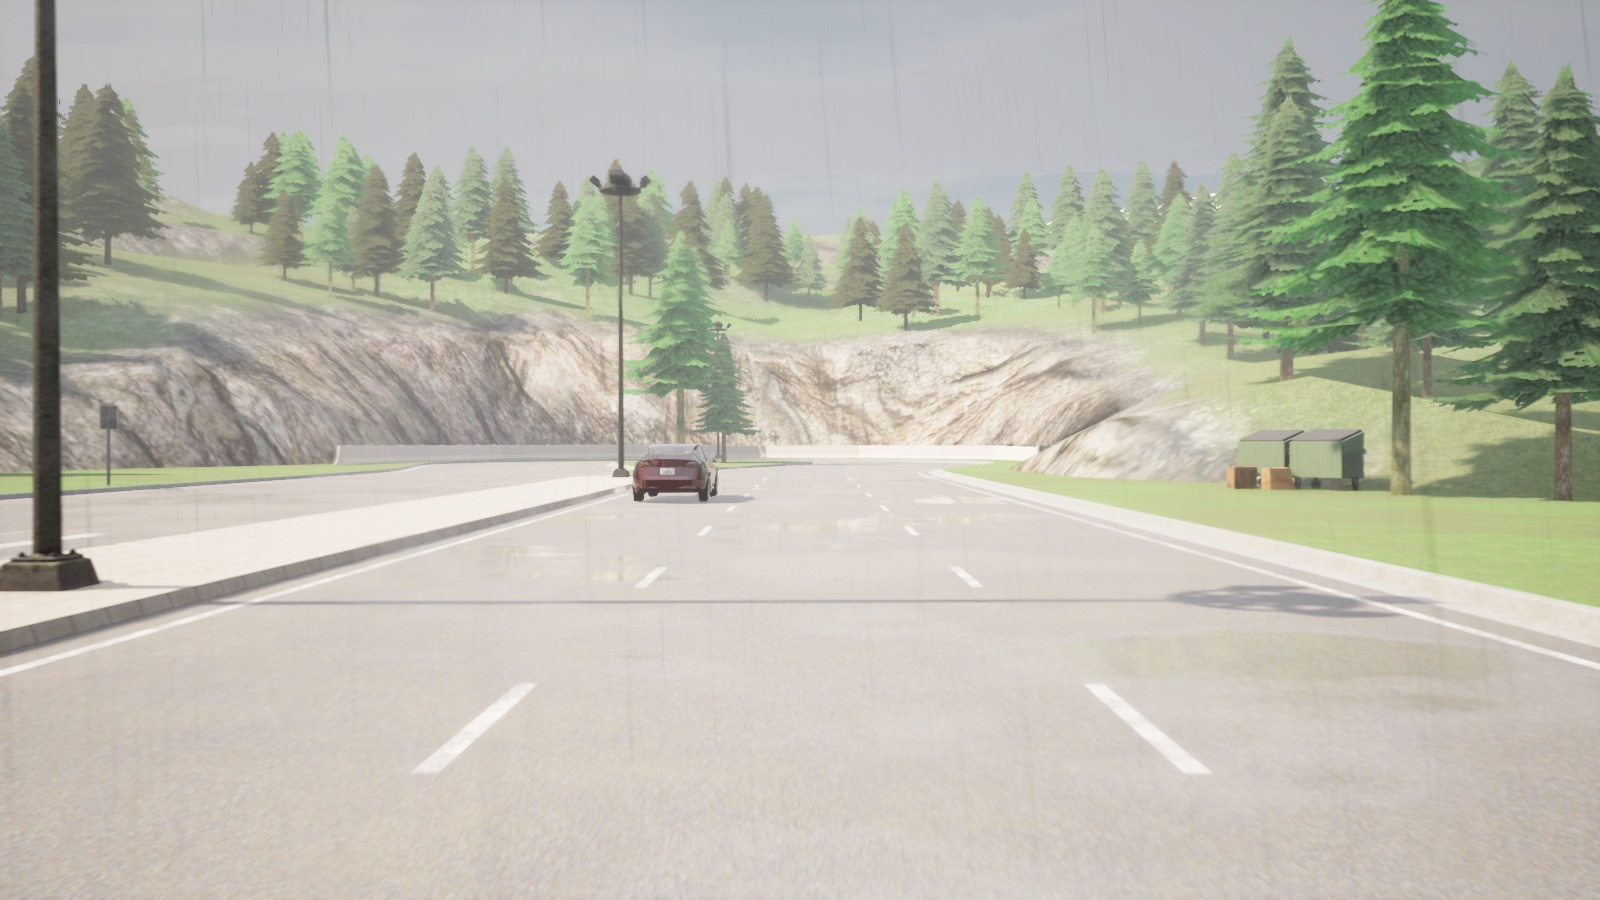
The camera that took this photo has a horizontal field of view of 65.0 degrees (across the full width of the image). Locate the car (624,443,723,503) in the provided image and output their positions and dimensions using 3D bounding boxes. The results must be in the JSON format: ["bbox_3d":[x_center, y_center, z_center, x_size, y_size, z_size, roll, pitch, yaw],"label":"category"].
[{"bbox_3d":[-3.294,0.554,33.653,2.163,1.488,4.792,0,0,0],"label":"car"}]
